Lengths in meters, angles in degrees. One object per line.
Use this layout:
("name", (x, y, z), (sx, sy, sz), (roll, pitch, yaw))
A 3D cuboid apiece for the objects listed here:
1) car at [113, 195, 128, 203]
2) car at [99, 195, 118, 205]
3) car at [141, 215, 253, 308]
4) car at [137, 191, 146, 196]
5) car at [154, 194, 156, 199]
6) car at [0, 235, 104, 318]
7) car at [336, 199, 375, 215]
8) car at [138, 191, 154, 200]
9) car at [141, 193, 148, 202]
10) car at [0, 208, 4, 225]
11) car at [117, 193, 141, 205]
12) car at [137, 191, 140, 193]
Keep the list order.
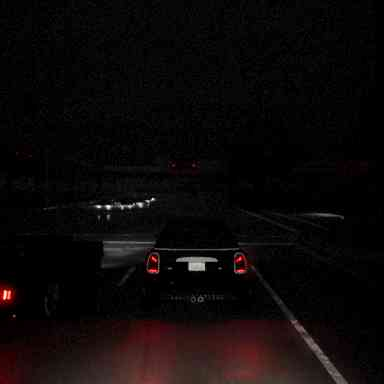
("car", (-13.881, 1.273, 64.755), (1.812, 1.442, 4.674), (0, 1, 1))
("car", (-13.961, 1.394, 54.726), (1.812, 1.442, 4.674), (0, 1, 0))
("car", (0.099, 1.351, 8.069), (2.097, 1.767, 4.553), (0, 0, 0))
("car", (-13.786, 0.379, 90.776), (1.837, 1.490, 4.892), (0, 1, 0))
("car", (-10.300, 0.941, 84.747), (1.994, 1.385, 4.181), (0, 1, 0))
("car", (-3.401, 1.600, 7.344), (1.895, 1.301, 4.718), (0, 0, 0))
("car", (16.760, 1.501, 32.724), (4.892, 1.490, 1.837), (0, 0, -1))
("car", (-10.324, 1.111, 74.816), (1.812, 1.442, 4.674), (0, 1, 0))
("car", (-10.384, 1.343, 65.078), (1.895, 1.301, 4.718), (0, 1, 1))
("car", (-14.050, 1.349, 21.129), (2.097, 1.767, 4.553), (0, 0, 0))
("car", (-10.461, 1.404, 55.486), (2.033, 1.411, 5.357), (0, 1, 0))
("car", (-13.822, 1.098, 75.591), (2.128, 1.511, 4.902), (0, 1, 0))
